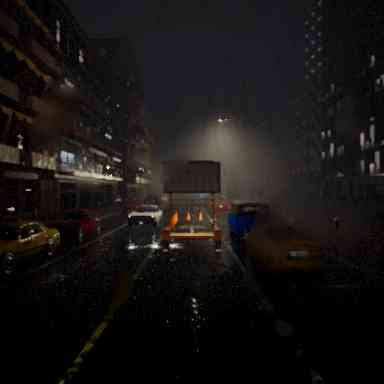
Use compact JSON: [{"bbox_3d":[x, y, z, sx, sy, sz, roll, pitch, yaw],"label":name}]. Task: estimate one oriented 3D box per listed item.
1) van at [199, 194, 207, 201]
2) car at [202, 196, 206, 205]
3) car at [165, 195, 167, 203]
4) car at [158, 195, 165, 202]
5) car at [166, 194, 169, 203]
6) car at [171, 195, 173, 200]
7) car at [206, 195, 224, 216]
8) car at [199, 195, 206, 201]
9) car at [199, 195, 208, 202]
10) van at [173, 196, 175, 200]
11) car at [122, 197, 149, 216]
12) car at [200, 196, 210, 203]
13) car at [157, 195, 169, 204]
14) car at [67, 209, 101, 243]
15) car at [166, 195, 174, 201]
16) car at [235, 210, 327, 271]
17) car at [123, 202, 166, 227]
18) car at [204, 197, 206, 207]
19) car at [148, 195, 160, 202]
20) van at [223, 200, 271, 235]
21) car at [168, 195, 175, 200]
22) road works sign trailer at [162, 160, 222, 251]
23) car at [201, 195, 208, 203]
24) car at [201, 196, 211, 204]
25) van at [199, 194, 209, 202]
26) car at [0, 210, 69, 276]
[{"bbox_3d":[2.689,1.340,82.349,1.690,1.788,3.998,0,0,0],"label":"van"},{"bbox_3d":[2.688,1.562,43.662,1.802,1.307,4.206,0,0,0],"label":"car"},{"bbox_3d":[-5.691,1.532,54.716,2.008,1.369,4.403,0,0,0],"label":"car"},{"bbox_3d":[-5.694,1.296,49.189,2.192,1.841,5.009,0,0,0],"label":"car"},{"bbox_3d":[-5.691,1.534,60.243,2.008,1.369,4.403,0,0,0],"label":"car"},{"bbox_3d":[-5.690,1.556,71.296,1.947,1.339,4.313,0,0,0],"label":"car"},{"bbox_3d":[2.686,1.421,32.608,1.967,1.590,4.097,0,0,0],"label":"car"},{"bbox_3d":[2.690,1.531,88.044,1.752,1.417,4.829,0,0,0],"label":"car"},{"bbox_3d":[2.689,1.434,76.822,1.967,1.590,4.097,0,0,0],"label":"car"},{"bbox_3d":[-5.691,1.340,82.350,1.690,1.788,3.998,0,0,0],"label":"van"},{"bbox_3d":[-5.693,1.526,32.610,1.887,1.381,4.507,0,0,0],"label":"car"},{"bbox_3d":[2.690,1.556,71.295,1.947,1.339,4.313,0,0,0],"label":"car"},{"bbox_3d":[-5.691,1.426,65.768,1.967,1.590,4.097,0,0,0],"label":"car"},{"bbox_3d":[-5.694,1.531,16.029,1.887,1.381,4.507,0,0,0],"label":"car"},{"bbox_3d":[-5.689,1.587,87.875,1.802,1.307,4.206,0,0,0],"label":"car"},{"bbox_3d":[2.686,1.515,10.672,1.752,1.417,4.829,0,0,0],"label":"car"},{"bbox_3d":[-3.099,1.584,22.492,1.895,1.301,4.718,0,0,0],"label":"car"},{"bbox_3d":[2.687,1.506,38.305,1.752,1.417,4.829,0,0,0],"label":"car"},{"bbox_3d":[-5.693,1.506,43.493,1.752,1.417,4.829,0,0,0],"label":"car"},{"bbox_3d":[2.685,1.327,16.028,1.690,1.788,3.998,0,0,0],"label":"van"},{"bbox_3d":[-5.689,1.593,93.402,1.802,1.307,4.206,0,0,0],"label":"car"},{"bbox_3d":[0.000,0.452,14.025,2.380,3.560,2.880,0,0,0],"label":"road works sign trailer"},{"bbox_3d":[2.688,1.563,49.188,1.802,1.307,4.206,0,0,0],"label":"car"},{"bbox_3d":[2.689,1.512,65.937,1.752,1.417,4.829,0,0,0],"label":"car"},{"bbox_3d":[2.688,1.325,60.242,1.690,1.788,3.998,0,0,0],"label":"van"},{"bbox_3d":[-5.695,1.516,10.333,1.752,1.417,4.829,0,0,0],"label":"car"}]
